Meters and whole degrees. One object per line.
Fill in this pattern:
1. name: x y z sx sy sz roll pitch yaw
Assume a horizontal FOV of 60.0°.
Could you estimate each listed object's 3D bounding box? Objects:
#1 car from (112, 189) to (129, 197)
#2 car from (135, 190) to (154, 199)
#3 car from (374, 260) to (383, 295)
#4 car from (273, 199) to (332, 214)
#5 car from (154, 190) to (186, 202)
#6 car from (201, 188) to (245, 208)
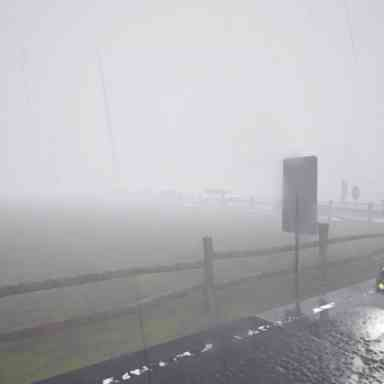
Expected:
1. car: -14.074 0.130 65.464 2.128 1.511 4.902 1 1 -35
2. car: -8.055 0.351 56.898 1.882 1.535 5.008 1 1 -35
3. car: 5.810 1.568 7.219 4.181 1.385 1.994 0 0 -36
4. car: 9.031 1.094 27.420 1.882 1.535 5.008 1 1 -35
5. car: -2.722 0.496 44.192 2.097 1.767 4.553 1 1 -35
6. car: 3.206 0.602 35.730 2.150 2.045 5.566 1 1 -35
